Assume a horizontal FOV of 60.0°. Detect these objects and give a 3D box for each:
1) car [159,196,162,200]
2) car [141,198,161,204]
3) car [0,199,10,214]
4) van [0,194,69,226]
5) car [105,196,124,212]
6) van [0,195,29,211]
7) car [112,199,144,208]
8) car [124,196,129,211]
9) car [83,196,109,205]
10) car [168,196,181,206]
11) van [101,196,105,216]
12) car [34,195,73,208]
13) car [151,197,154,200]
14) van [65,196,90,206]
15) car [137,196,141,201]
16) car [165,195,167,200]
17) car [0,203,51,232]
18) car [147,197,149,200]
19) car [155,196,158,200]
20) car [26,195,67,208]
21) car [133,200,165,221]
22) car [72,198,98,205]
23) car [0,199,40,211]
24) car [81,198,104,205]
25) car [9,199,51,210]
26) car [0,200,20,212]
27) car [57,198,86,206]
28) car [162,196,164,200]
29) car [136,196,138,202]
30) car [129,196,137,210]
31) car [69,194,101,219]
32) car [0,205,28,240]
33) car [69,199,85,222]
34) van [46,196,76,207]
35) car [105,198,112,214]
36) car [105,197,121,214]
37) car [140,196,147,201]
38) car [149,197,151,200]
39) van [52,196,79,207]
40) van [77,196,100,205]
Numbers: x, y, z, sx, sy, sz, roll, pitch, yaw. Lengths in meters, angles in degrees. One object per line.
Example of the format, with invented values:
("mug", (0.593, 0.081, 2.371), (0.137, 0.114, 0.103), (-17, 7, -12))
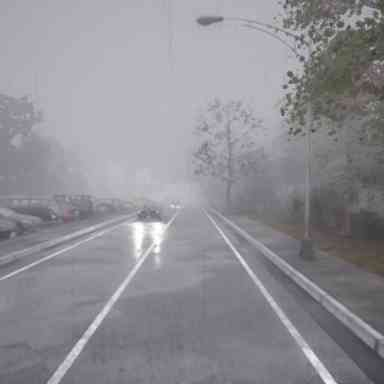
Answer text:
("car", (-10.127, 2.162, 75.638), (5.366, 1.575, 1.946), (0, -1, 0))
("car", (-10.317, 2.354, 84.085), (4.892, 1.521, 2.231), (0, -1, 0))
("car", (-23.395, 1.594, 37.036), (5.008, 1.535, 2.097), (0, -1, 0))
("van", (-10.207, 1.211, 20.270), (4.442, 1.987, 1.878), (0, 0, 0))
("car", (-10.289, 1.467, 36.909), (4.553, 1.767, 2.185), (0, -1, 0))
("van", (-23.516, 1.443, 42.454), (4.442, 1.987, 1.878), (0, -1, 0))
("car", (-10.288, 1.852, 53.562), (4.792, 1.488, 2.163), (0, -1, 0))
("car", (-10.289, 1.505, 39.685), (4.553, 1.767, 2.185), (0, -1, 0))
("car", (-23.420, 2.040, 81.350), (5.566, 2.045, 2.435), (0, -1, 0))
("car", (-3.352, 2.073, 69.144), (2.128, 1.511, 4.902), (0, -1, 0))
("van", (-10.206, 1.252, 28.582), (4.442, 1.987, 1.878), (0, -1, 0))
("car", (-23.368, 1.611, 56.430), (5.566, 2.045, 2.435), (0, -1, 0))
("car", (-10.344, 2.005, 64.667), (4.792, 1.488, 2.163), (0, -1, 0))
("van", (-23.286, 1.792, 67.524), (4.442, 1.987, 1.878), (0, -1, 0))
("car", (-10.325, 1.747, 48.011), (4.892, 1.521, 2.231), (0, -1, 0))
("car", (-10.338, 2.226, 89.642), (5.566, 2.045, 2.435), (0, -1, 0))
("car", (-10.327, 1.483, 17.495), (4.674, 1.452, 2.002), (0, 0, 0))
("car", (-10.287, 1.890, 56.338), (4.792, 1.488, 2.163), (0, -1, 0))
("car", (-10.308, 2.062, 70.219), (4.892, 1.521, 2.231), (0, -1, 0))
("car", (-23.369, 1.572, 53.660), (5.566, 2.045, 2.435), (0, -1, 0))
("car", (-3.363, 1.627, 27.820), (1.895, 1.301, 4.718), (0, 0, 0))
("car", (-23.422, 2.139, 72.911), (4.792, 1.488, 2.163), (0, -1, 0))
("car", (-23.401, 1.747, 45.221), (4.674, 1.452, 2.002), (0, -1, 0))
("car", (-23.364, 2.258, 78.575), (4.792, 1.488, 2.163), (0, -1, 0))
("car", (-23.393, 1.747, 48.116), (5.008, 1.535, 2.097), (0, -1, 0))
("car", (-23.398, 1.673, 39.806), (4.674, 1.452, 2.002), (0, -1, 0))
("car", (-23.400, 1.976, 64.735), (5.008, 1.535, 2.097), (0, -1, 0))
("car", (-10.126, 2.287, 81.310), (5.366, 1.575, 1.946), (0, -1, 0))
("car", (-10.313, 1.708, 45.235), (4.892, 1.521, 2.231), (0, -1, 0))
("car", (-10.134, 1.666, 42.459), (5.366, 1.575, 1.946), (0, -1, 0))
("car", (-10.351, 1.188, 25.807), (5.566, 2.045, 2.435), (0, -1, 0))
("car", (-10.295, 1.479, 14.717), (4.792, 1.488, 2.163), (0, 0, 0))
("car", (-10.353, 1.460, 23.053), (4.792, 1.488, 2.163), (0, 0, 0))
("van", (-23.279, 1.674, 59.199), (4.442, 1.987, 1.878), (0, -1, 0))
("car", (-10.324, 1.556, 31.355), (4.674, 1.452, 2.002), (0, -1, 0))
("car", (-10.316, 1.554, 34.131), (5.008, 1.535, 2.097), (0, -1, 0))
("car", (-10.132, 1.781, 50.787), (5.366, 1.575, 1.946), (0, -1, 0))
("car", (-10.287, 1.928, 59.114), (4.792, 1.488, 2.163), (0, -1, 0))
("van", (-23.512, 1.712, 61.969), (4.442, 1.987, 1.878), (0, -1, 0))
("van", (-23.509, 1.940, 75.687), (4.442, 1.987, 1.878), (0, -1, 0))
